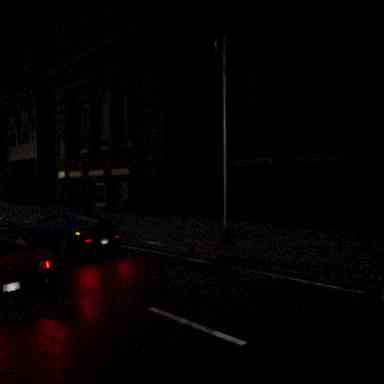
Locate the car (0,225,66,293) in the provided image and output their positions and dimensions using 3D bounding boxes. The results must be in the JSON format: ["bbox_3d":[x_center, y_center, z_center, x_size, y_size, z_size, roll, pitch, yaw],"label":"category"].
[{"bbox_3d":[-5.086,1.544,7.961,4.718,1.301,1.895,0,1,43],"label":"car"}]

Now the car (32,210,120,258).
[{"bbox_3d":[-4.470,1.388,12.199,4.674,1.442,1.812,0,1,43],"label":"car"}]
